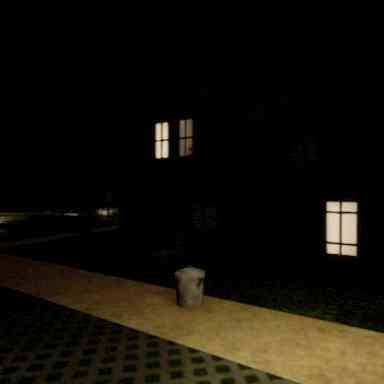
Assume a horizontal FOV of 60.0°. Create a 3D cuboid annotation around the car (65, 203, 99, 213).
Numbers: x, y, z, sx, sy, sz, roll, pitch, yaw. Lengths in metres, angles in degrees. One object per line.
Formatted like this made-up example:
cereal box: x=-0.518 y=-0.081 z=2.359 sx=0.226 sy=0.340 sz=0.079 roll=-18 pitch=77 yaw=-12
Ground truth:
car: x=-15.122 y=2.185 z=46.231 sx=2.033 sy=1.411 sz=5.357 roll=0 pitch=-1 yaw=20
